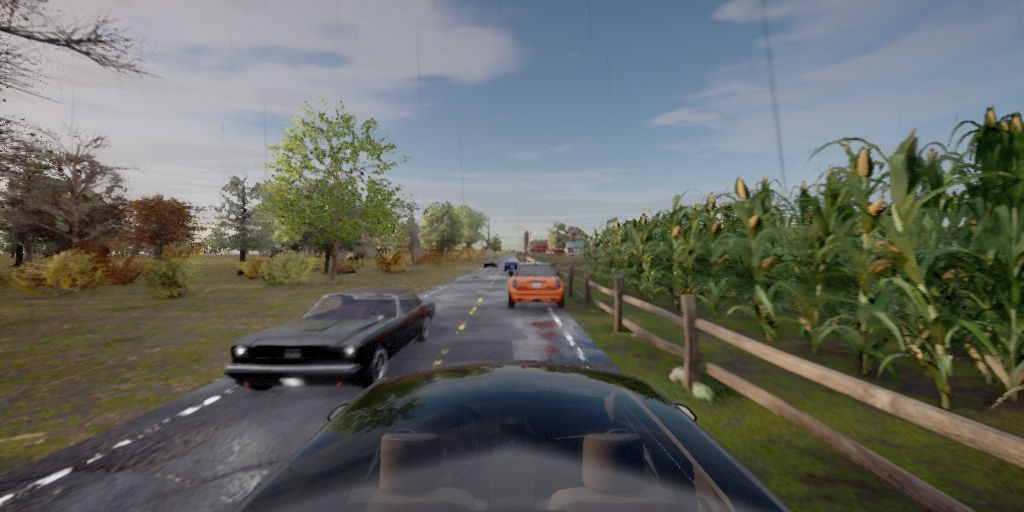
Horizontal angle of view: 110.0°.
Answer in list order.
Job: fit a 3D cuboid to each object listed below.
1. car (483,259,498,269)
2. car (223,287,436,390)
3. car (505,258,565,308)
[{"bbox_3d":[-2.825,1.061,48.116,1.895,1.301,4.718,0,0,0],"label":"car"},{"bbox_3d":[-2.850,1.323,6.865,1.895,1.301,4.718,0,0,0],"label":"car"},{"bbox_3d":[0.903,1.027,14.876,2.097,1.767,4.553,0,0,1],"label":"car"}]
